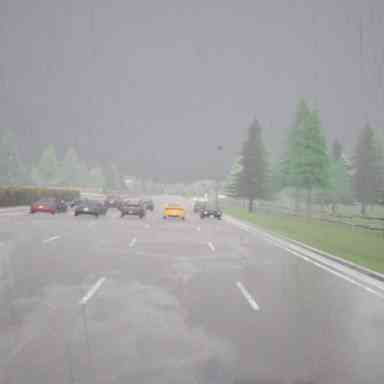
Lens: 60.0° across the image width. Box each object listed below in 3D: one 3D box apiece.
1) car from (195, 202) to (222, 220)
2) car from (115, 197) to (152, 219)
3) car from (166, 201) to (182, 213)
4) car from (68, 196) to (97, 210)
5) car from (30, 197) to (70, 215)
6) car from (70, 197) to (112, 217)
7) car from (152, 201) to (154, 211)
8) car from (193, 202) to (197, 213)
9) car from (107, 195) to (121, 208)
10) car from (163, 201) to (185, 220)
[{"bbox_3d":[1.742,1.999,33.107,1.895,1.301,4.718,3,-1,-3],"label":"car"},{"bbox_3d":[-5.075,1.475,29.496,2.128,1.511,4.902,3,0,-3],"label":"car"},{"bbox_3d":[-2.357,1.861,43.211,1.895,1.301,4.718,3,-1,-3],"label":"car"},{"bbox_3d":[-12.640,1.243,38.767,1.895,1.301,4.718,3,-1,-3],"label":"car"},{"bbox_3d":[-12.015,1.146,28.309,1.994,1.385,4.181,3,-1,-3],"label":"car"},{"bbox_3d":[-8.516,1.343,28.363,1.994,1.385,4.181,3,0,-3],"label":"car"},{"bbox_3d":[-5.806,1.551,42.328,2.128,1.511,4.902,3,0,-3],"label":"car"},{"bbox_3d":[1.173,2.007,43.334,2.033,1.411,5.357,3,-1,-3],"label":"car"},{"bbox_3d":[-9.163,1.195,39.569,2.097,1.767,4.553,3,-1,-3],"label":"car"},{"bbox_3d":[-1.660,1.667,31.144,1.882,1.535,5.008,3,0,-3],"label":"car"}]
